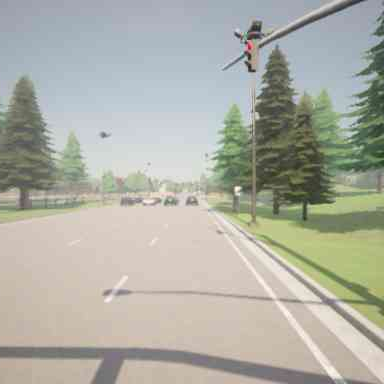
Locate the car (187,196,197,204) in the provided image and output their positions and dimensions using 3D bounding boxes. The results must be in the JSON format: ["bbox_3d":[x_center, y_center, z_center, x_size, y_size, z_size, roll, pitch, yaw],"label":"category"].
[{"bbox_3d":[0.014,1.553,64.985,1.994,1.385,4.181,0,0,0],"label":"car"}]

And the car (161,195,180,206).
[{"bbox_3d":[-3.488,1.341,54.953,2.097,1.767,4.553,0,0,0],"label":"car"}]

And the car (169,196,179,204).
[{"bbox_3d":[-3.486,1.514,64.986,1.812,1.442,4.674,0,0,0],"label":"car"}]

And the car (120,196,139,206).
[{"bbox_3d":[-10.488,1.494,54.568,1.837,1.490,4.892,0,0,0],"label":"car"}]

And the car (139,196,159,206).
[{"bbox_3d":[-6.988,1.590,55.014,1.895,1.301,4.718,0,0,0],"label":"car"}]

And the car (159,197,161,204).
[{"bbox_3d":[-6.986,1.554,64.987,1.994,1.385,4.181,0,0,0],"label":"car"}]

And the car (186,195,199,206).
[{"bbox_3d":[0.012,1.341,54.919,2.097,1.767,4.553,0,0,0],"label":"car"}]
